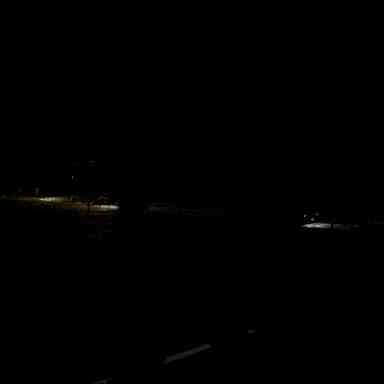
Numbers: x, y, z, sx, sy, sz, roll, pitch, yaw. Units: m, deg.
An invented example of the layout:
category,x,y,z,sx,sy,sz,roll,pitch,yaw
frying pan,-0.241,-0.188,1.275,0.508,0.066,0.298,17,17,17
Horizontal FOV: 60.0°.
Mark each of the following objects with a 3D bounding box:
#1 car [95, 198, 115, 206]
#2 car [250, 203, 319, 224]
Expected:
category,x,y,z,sx,sy,sz,roll,pitch,yaw
car,-14.386,1.586,54.948,1.895,1.301,4.718,-2,1,-36
car,6.827,1.522,25.261,2.033,1.411,5.357,-2,1,-36
